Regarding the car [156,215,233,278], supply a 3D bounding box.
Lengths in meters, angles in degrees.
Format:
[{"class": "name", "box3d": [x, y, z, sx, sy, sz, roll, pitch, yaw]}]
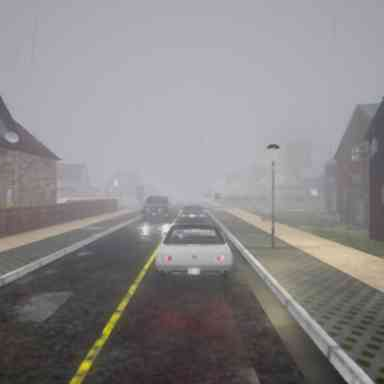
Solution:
[{"class": "car", "box3d": [0.068, 1.618, 10.183, 1.895, 1.301, 4.718, 0, 0, 0]}]

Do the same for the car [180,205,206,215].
[{"class": "car", "box3d": [0.059, 1.621, 24.225, 2.033, 1.411, 5.357, 0, 0, 0]}]

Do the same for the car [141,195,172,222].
[{"class": "car", "box3d": [-2.844, 1.312, 27.735, 2.150, 2.045, 5.566, 0, 0, 0]}]
